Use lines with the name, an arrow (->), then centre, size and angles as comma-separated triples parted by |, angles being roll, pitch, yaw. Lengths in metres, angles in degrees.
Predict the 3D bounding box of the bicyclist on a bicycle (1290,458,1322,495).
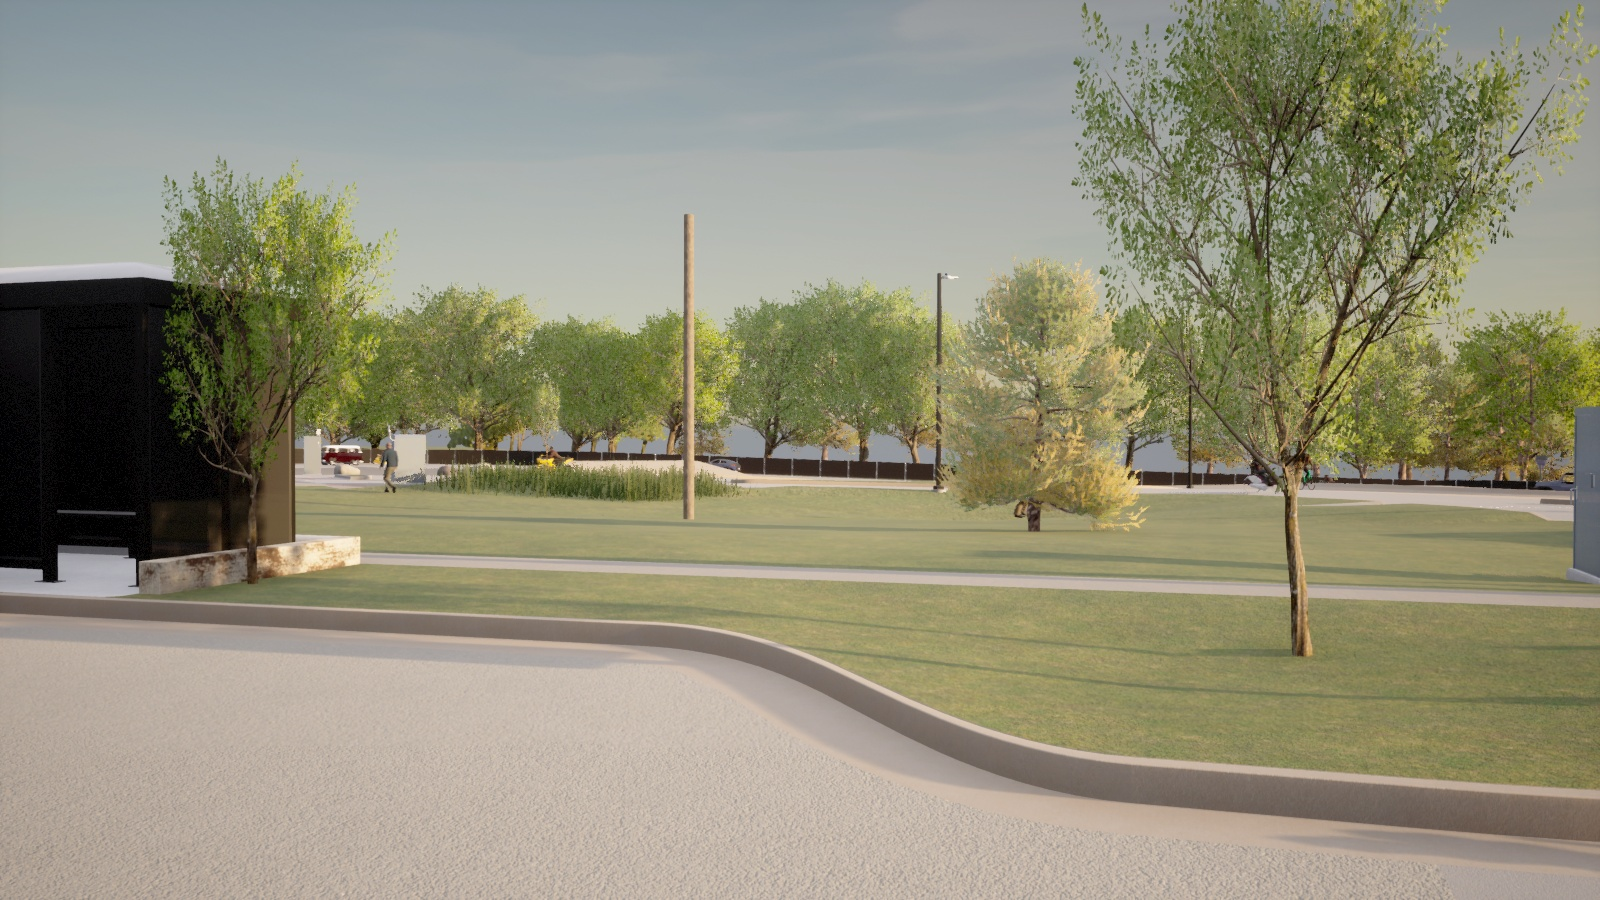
bicyclist on a bicycle -> 22.485, 1.161, 55.796 | 0.582, 1.620, 1.656 | 1, -1, -5

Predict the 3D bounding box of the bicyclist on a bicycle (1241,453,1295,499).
bicyclist on a bicycle -> 18.519, 1.019, 49.684 | 1.843, 1.776, 0.659 | -2, 0, 41

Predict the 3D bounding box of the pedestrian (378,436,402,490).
pedestrian -> -14.131, 0.450, 43.275 | 0.726, 1.842, 0.402 | 1, 1, 30

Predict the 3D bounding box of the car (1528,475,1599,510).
car -> 45.060, 2.514, 73.808 | 3.866, 1.878, 1.905 | 1, -3, 28

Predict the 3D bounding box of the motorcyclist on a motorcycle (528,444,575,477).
motorcyclist on a motorcycle -> -11.826, 0.485, 59.736 | 2.044, 1.523, 0.797 | 1, 1, -19
